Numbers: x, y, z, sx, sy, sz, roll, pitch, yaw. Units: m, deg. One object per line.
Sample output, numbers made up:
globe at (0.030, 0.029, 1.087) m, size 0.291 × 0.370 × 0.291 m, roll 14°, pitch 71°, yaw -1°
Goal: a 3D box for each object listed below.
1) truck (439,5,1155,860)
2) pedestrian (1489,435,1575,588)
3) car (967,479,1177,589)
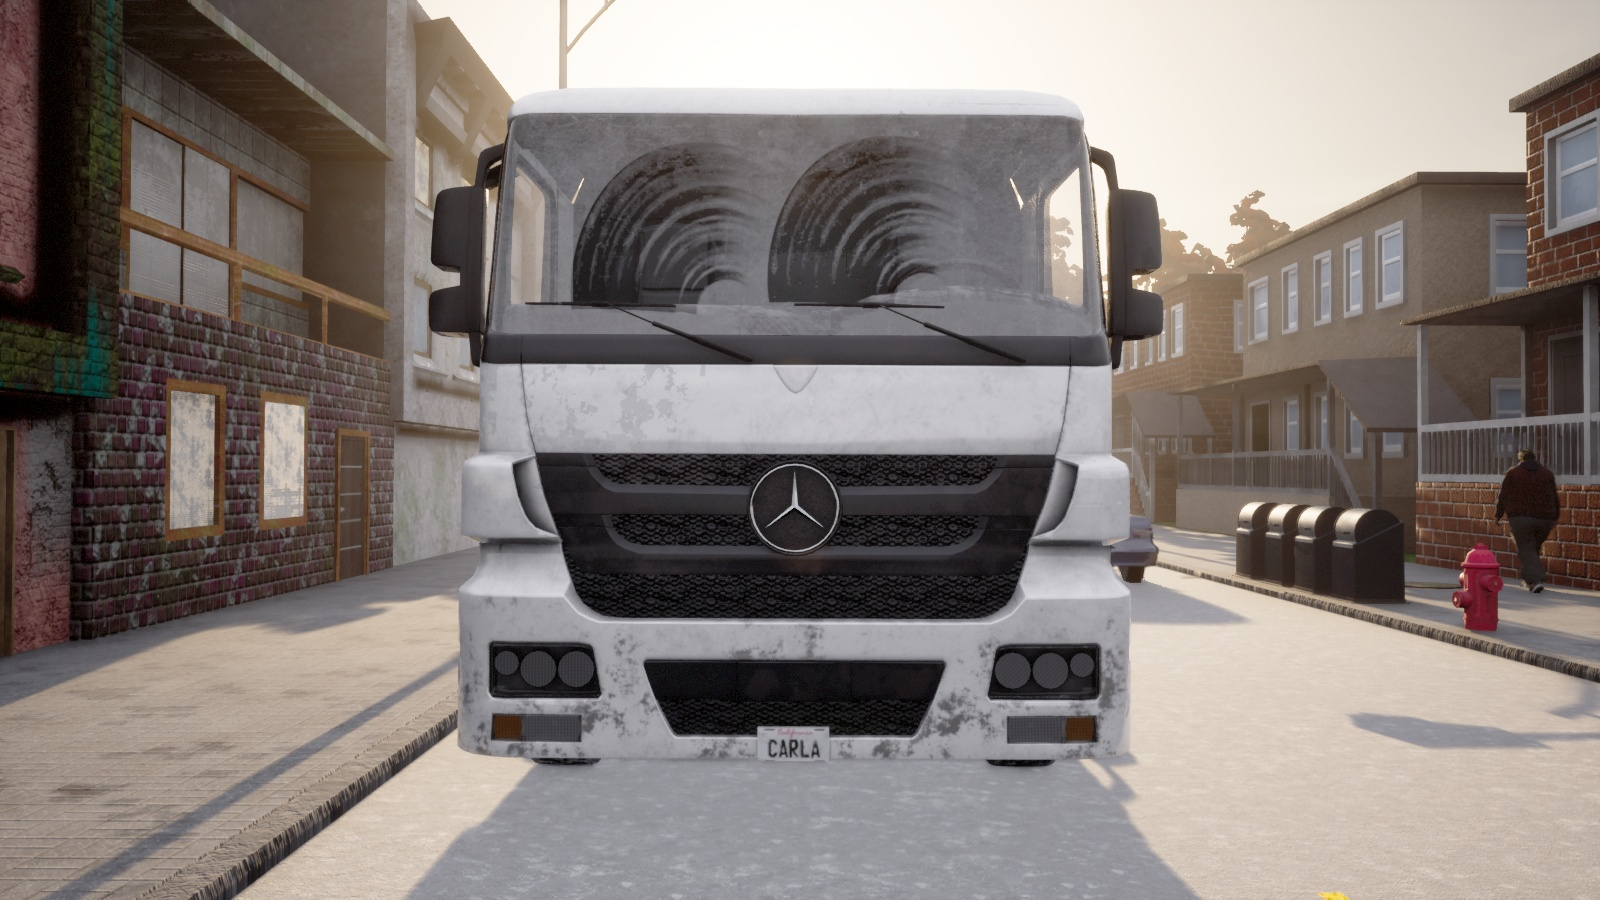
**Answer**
truck at (-0.025, -0.015, 9.072) m, size 2.891 × 3.462 × 7.936 m, roll 0°, pitch -1°, yaw 0°
pedestrian at (9.100, 0.750, 15.643) m, size 0.634 × 1.844 × 0.899 m, roll 0°, pitch -1°, yaw 11°
car at (3.953, 1.169, 19.281) m, size 2.033 × 1.411 × 5.357 m, roll 0°, pitch -1°, yaw 0°
